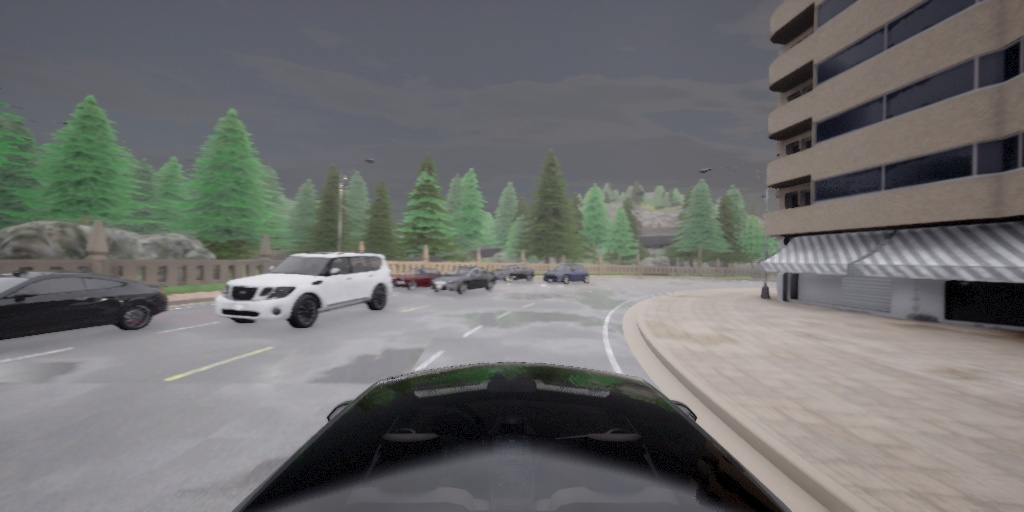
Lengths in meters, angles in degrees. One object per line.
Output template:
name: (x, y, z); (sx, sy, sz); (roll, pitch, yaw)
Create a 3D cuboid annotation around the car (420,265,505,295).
car: (-2.660, 1.356, 20.744); (2.128, 1.511, 4.902); (1, -1, 27)

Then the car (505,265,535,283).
car: (0.003, 1.480, 30.730); (2.128, 1.511, 4.902); (1, -1, 40)

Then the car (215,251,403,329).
car: (-5.986, 0.880, 11.361); (2.150, 2.045, 5.566); (1, 0, 13)

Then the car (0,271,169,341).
car: (-10.067, 1.047, 7.481); (1.812, 1.442, 4.674); (1, 0, 8)

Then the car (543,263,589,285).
car: (4.716, 1.470, 30.875); (2.097, 1.767, 4.553); (1, 0, 45)

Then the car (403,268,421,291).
car: (-5.793, 1.417, 22.309); (1.895, 1.301, 4.718); (1, -1, 27)
